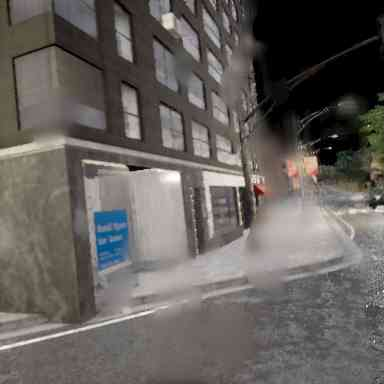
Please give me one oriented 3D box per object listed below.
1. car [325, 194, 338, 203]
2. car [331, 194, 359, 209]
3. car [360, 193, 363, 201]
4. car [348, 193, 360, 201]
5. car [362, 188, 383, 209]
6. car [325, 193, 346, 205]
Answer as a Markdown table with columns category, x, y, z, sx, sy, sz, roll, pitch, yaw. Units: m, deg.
| category | x | y | z | sx | sy | sz | roll | pitch | yaw |
| --- | --- | --- | --- | --- | --- | --- | --- | --- | --- |
| car | 26.644 | 1.255 | 63.748 | 1.812 | 1.442 | 4.674 | -6 | -2 | 19 |
| car | 17.861 | 1.260 | 39.089 | 1.895 | 1.301 | 4.718 | -6 | -2 | 19 |
| car | 20.977 | 0.821 | 38.213 | 1.837 | 1.490 | 4.892 | -6 | -2 | 20 |
| car | 25.552 | 0.873 | 51.052 | 1.812 | 1.442 | 4.674 | -6 | -2 | 20 |
| car | 19.574 | 0.538 | 32.662 | 5.566 | 2.045 | 2.150 | -4 | -7 | -36 |
| car | 22.578 | 1.254 | 52.323 | 1.994 | 1.385 | 4.181 | -6 | -2 | 20 |
